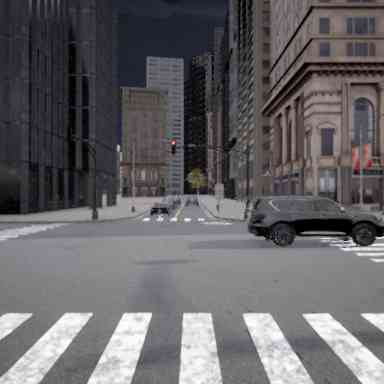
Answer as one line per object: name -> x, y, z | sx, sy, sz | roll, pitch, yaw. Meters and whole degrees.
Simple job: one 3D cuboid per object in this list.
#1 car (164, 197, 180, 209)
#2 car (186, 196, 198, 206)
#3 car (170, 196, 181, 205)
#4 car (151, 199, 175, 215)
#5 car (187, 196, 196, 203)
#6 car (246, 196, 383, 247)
car -> -3.125, 1.563, 43.438 | 2.128, 1.511, 4.902 | 0, 0, 0
car -> 0.024, 1.462, 56.754 | 2.097, 1.767, 4.553 | 0, 0, 0
car -> -3.093, 1.607, 62.997 | 1.882, 1.535, 5.008 | 0, 0, 0
car -> -3.105, 1.650, 34.041 | 1.895, 1.301, 4.718 | 0, 0, 0
car -> -0.125, 1.701, 75.323 | 2.128, 1.511, 4.902 | 0, 0, 0
car -> 5.176, 1.188, 14.407 | 5.566, 2.045, 2.150 | 0, 0, 0
